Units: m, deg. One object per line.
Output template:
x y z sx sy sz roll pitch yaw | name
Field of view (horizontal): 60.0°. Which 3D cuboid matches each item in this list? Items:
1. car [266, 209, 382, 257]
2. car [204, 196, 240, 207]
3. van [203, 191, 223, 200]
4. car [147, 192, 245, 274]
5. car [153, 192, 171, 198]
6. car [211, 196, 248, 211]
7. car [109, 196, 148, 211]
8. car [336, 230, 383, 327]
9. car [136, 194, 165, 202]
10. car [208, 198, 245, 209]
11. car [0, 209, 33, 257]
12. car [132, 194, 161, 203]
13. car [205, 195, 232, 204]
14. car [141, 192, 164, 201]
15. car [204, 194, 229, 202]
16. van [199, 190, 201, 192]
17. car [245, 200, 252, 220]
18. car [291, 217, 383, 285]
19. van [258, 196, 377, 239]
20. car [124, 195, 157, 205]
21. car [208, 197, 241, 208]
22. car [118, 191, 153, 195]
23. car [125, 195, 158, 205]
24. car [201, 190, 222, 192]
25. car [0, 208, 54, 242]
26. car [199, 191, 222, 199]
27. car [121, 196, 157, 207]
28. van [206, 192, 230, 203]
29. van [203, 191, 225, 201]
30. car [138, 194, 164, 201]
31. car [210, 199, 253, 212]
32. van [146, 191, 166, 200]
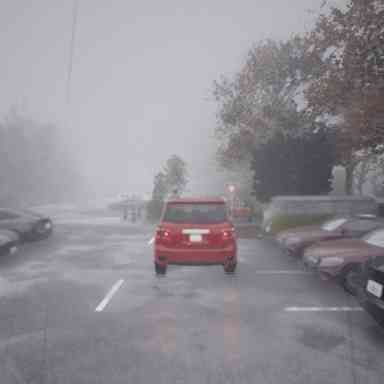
5.043 1.437 10.680 4.674 1.452 2.002 0 1 0 | car
4.562 1.410 51.408 5.366 1.575 1.946 0 1 0 | car
4.845 0.788 76.323 4.442 1.987 1.878 0 1 0 | van
0.090 1.141 10.492 2.150 2.045 5.566 0 1 0 | car
-8.370 0.835 93.044 4.892 1.521 2.231 0 1 0 | car
4.785 1.446 43.221 4.553 1.767 2.185 0 1 0 | car
-8.355 1.603 43.090 4.792 1.488 2.163 0 1 0 | car
5.068 1.487 4.983 4.792 1.488 2.163 0 1 0 | car
-8.158 1.148 65.292 5.366 1.575 1.946 0 1 0 | car
4.722 1.550 45.869 4.792 1.488 2.163 0 1 0 | car
-8.011 1.428 10.488 4.792 1.488 2.163 0 1 0 | car
-8.526 1.194 62.640 5.366 1.575 1.946 0 1 0 | car
4.713 1.282 59.716 4.792 1.488 2.163 0 1 0 | car
-8.316 0.948 70.837 4.553 1.767 2.185 0 1 0 | car
4.766 1.181 65.380 4.792 1.488 2.163 0 1 0 | car
4.610 0.758 79.093 4.442 1.987 1.878 0 1 0 | van
3.713 1.370 27.656 2.097 1.767 4.553 0 -1 3 | car
5.042 1.470 7.895 4.674 1.452 2.002 0 1 0 | car
4.914 1.141 13.350 4.442 1.987 1.878 -1 1 0 | van
-8.328 1.359 54.193 4.892 1.521 2.231 0 1 0 | car
4.747 1.507 48.639 4.674 1.452 2.002 0 1 0 | car
-8.302 1.214 48.636 5.566 2.045 2.435 0 1 0 | car
-8.522 1.301 56.968 5.366 1.575 1.946 0 1 0 | car
4.772 1.055 56.941 5.566 2.045 2.435 0 1 0 | car
-8.069 1.395 13.271 4.792 1.488 2.163 0 1 0 | car
4.694 0.674 84.632 5.566 2.045 2.435 0 1 0 | car
-8.147 1.409 51.417 5.366 1.575 1.946 0 1 0 | car
4.856 0.973 62.605 4.442 1.987 1.878 0 1 0 | van
4.624 0.850 70.767 4.442 1.987 1.878 0 1 0 | van
-8.351 1.111 68.060 4.892 1.521 2.231 0 1 0 | car
4.751 1.625 40.453 5.008 1.535 2.097 0 1 0 | car
-8.235 0.786 76.386 4.442 1.987 1.878 0 1 0 | van
